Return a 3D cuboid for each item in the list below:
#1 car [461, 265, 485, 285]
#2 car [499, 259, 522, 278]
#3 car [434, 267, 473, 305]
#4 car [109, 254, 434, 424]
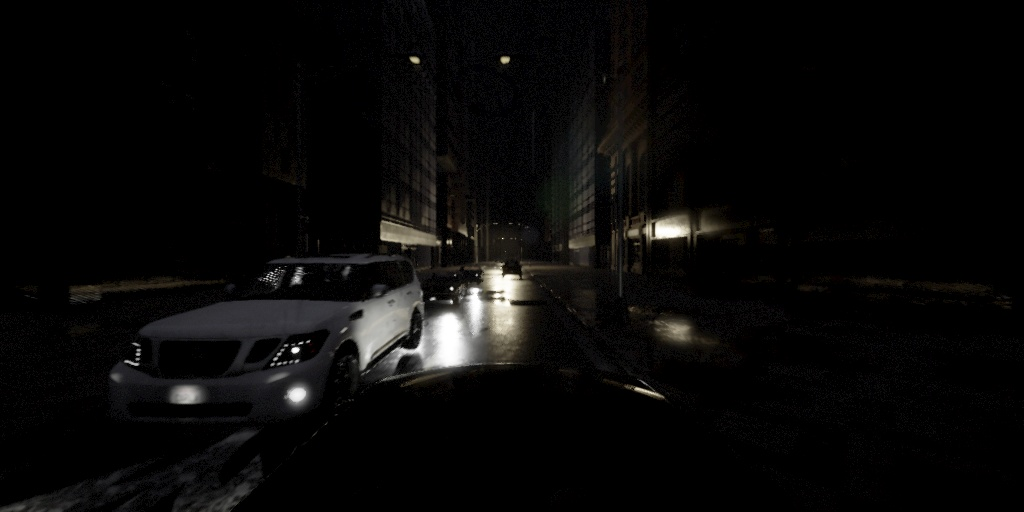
[{"bbox_3d":[-3.093,1.375,26.383,1.895,1.301,4.718,0,0,0],"label":"car"},{"bbox_3d":[-0.003,1.263,35.175,1.882,1.535,5.008,0,0,0],"label":"car"},{"bbox_3d":[-3.093,1.364,16.230,1.895,1.301,4.718,0,0,0],"label":"car"},{"bbox_3d":[-3.087,0.975,6.164,2.150,2.045,5.566,0,0,0],"label":"car"}]
